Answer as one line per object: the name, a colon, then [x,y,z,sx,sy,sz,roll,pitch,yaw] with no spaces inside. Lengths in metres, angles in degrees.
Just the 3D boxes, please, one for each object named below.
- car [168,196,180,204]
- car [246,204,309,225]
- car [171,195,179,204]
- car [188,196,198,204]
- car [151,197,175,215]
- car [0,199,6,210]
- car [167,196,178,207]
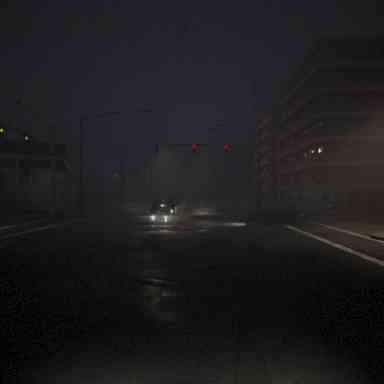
car: [-3.382,1.563,62.569,1.994,1.385,4.181,0,0,0]
car: [5.943,1.564,23.350,4.181,1.385,1.994,0,0,0]
car: [-3.321,1.352,52.552,2.097,1.767,4.553,0,0,0]
car: [0.260,1.526,65.001,1.812,1.442,4.674,0,0,0]
car: [-3.168,1.547,34.715,2.033,1.411,5.357,0,0,-1]
car: [-24.046,1.456,38.922,3.806,1.475,1.970,0,0,1]
car: [-3.248,1.564,43.955,1.994,1.385,4.181,0,0,0]
